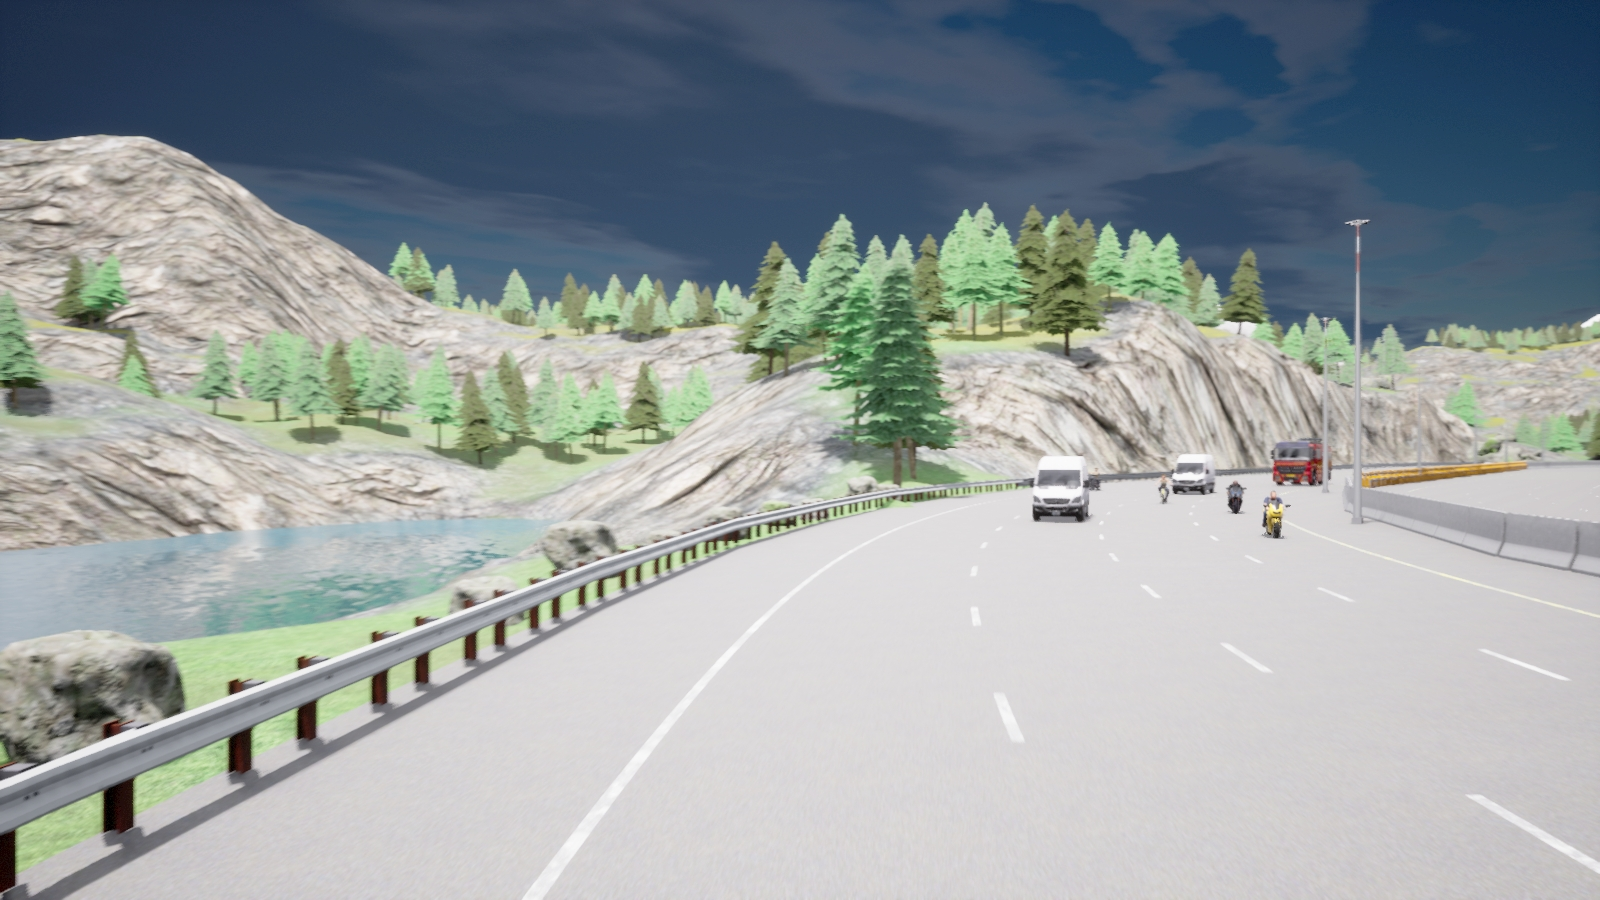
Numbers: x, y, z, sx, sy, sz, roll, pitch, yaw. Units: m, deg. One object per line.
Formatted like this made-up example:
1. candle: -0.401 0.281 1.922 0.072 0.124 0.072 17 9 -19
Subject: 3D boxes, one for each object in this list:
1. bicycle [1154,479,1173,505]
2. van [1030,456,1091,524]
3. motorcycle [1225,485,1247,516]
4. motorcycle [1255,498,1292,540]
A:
1. bicycle: 19.005 2.185 59.741 0.859 1.295 1.487 0 0 21
2. van: 10.727 1.555 46.748 1.988 2.561 5.915 0 0 17
3. motorcycle: 19.489 2.242 51.145 0.867 1.251 2.209 0 0 19
4. motorcycle: 15.256 2.206 36.853 0.803 1.217 2.033 0 0 14
